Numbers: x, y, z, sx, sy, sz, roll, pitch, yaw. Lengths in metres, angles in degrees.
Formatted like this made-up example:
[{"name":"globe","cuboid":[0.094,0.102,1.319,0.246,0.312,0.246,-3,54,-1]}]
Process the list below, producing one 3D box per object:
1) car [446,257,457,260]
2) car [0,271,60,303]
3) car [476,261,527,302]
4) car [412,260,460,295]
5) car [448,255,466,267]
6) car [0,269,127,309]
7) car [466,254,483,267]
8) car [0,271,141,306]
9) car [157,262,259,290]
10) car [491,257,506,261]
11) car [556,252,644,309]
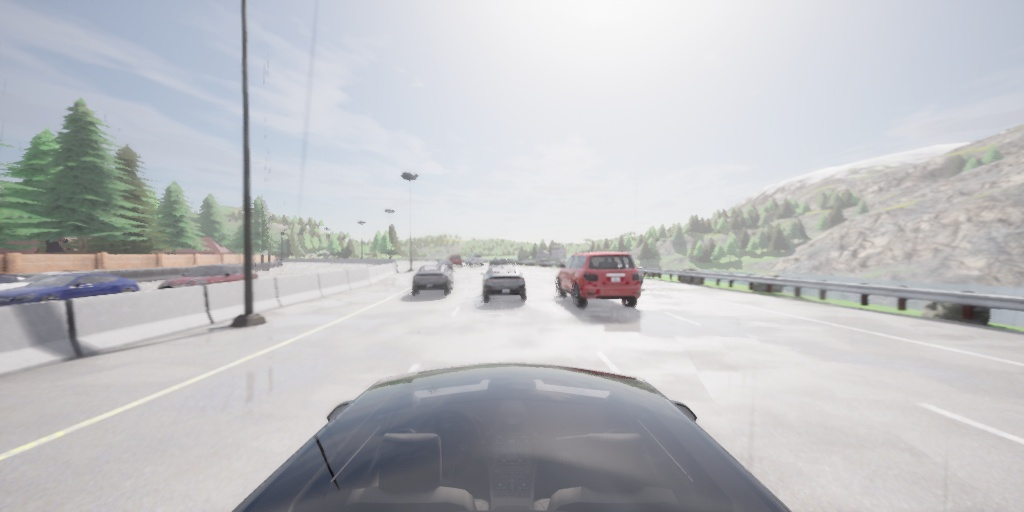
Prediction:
[{"name":"car","cuboid":[-8.847,1.173,46.744,2.033,1.411,5.357,-1,0,-17]},{"name":"car","cuboid":[-25.148,1.545,17.129,1.994,1.385,4.181,-1,0,-5]},{"name":"car","cuboid":[-0.436,1.170,16.657,2.128,1.511,4.902,-1,0,-5]},{"name":"car","cuboid":[-4.168,1.202,19.348,2.128,1.511,4.902,-1,0,-6]},{"name":"car","cuboid":[-9.828,0.789,60.503,2.150,2.045,5.566,0,0,-20]},{"name":"car","cuboid":[-21.640,1.462,17.103,1.812,1.442,4.674,-1,0,-5]},{"name":"car","cuboid":[-6.526,0.743,61.722,2.150,2.045,5.566,0,0,-20]},{"name":"car","cuboid":[-17.981,1.430,14.665,1.812,1.442,4.674,-1,0,-4]},{"name":"car","cuboid":[-14.670,1.199,17.641,2.097,1.767,4.553,-1,0,-5]},{"name":"car","cuboid":[-2.362,0.968,60.318,2.128,1.511,4.902,-1,0,-19]},{"name":"car","cuboid":[3.299,0.864,14.641,2.150,2.045,5.566,-1,0,-4]}]
